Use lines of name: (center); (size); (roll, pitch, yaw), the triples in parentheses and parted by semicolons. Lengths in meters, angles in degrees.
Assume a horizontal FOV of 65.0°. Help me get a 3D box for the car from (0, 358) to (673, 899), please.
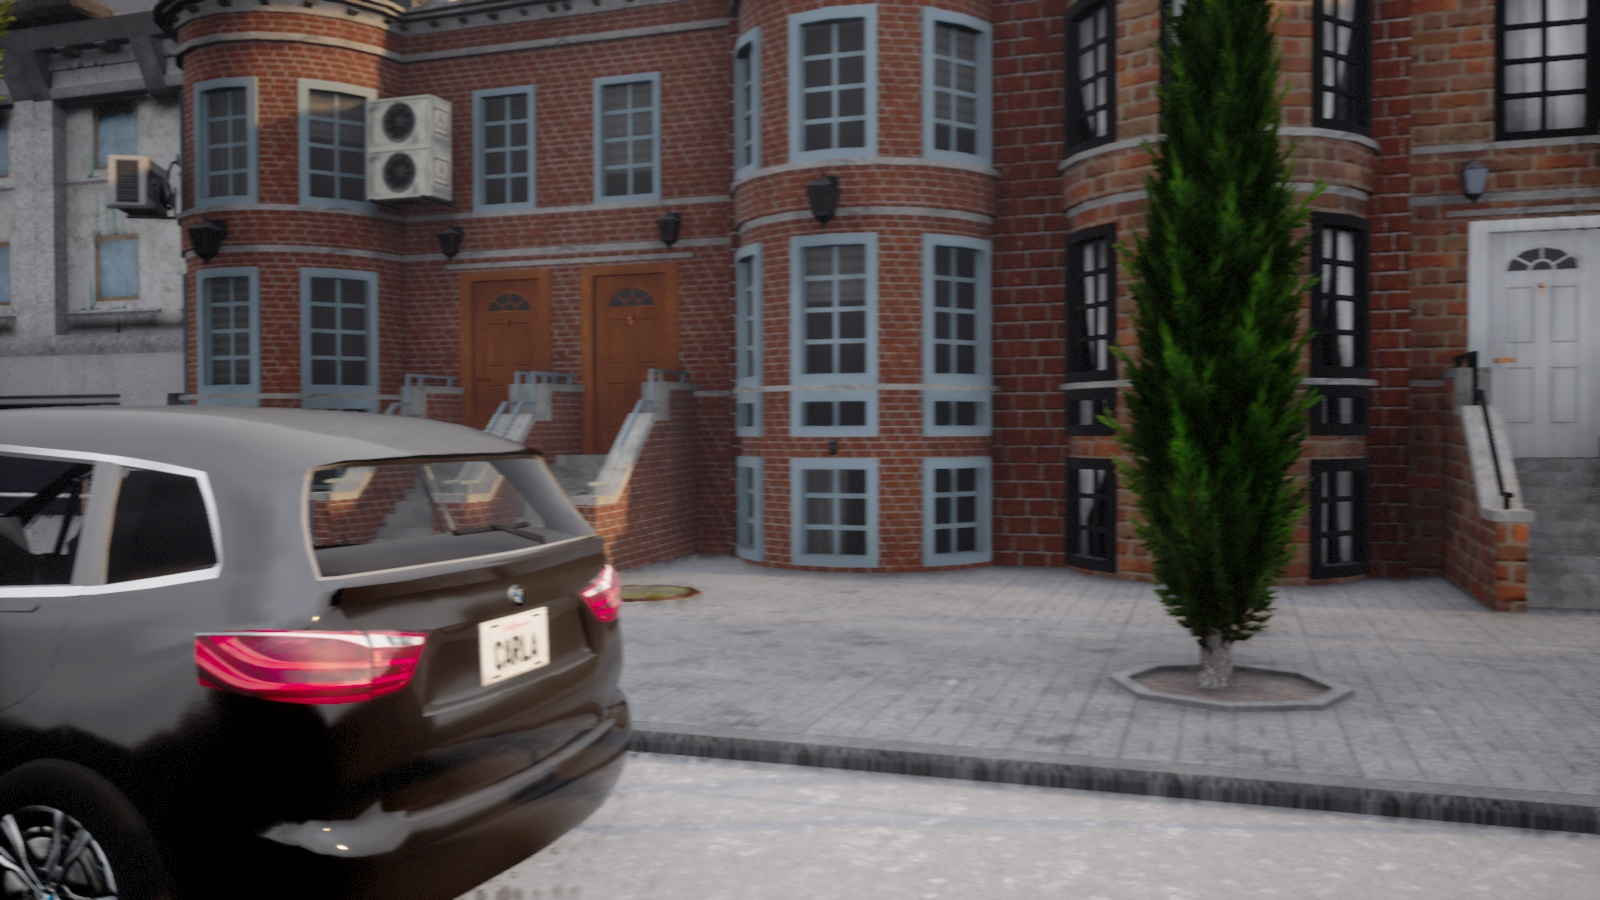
car: (-3.059, 0.583, 4.746); (4.611, 1.667, 2.242); (1, 1, 19)
